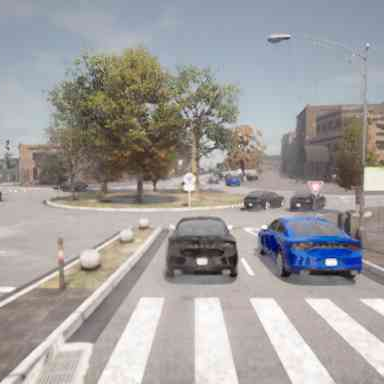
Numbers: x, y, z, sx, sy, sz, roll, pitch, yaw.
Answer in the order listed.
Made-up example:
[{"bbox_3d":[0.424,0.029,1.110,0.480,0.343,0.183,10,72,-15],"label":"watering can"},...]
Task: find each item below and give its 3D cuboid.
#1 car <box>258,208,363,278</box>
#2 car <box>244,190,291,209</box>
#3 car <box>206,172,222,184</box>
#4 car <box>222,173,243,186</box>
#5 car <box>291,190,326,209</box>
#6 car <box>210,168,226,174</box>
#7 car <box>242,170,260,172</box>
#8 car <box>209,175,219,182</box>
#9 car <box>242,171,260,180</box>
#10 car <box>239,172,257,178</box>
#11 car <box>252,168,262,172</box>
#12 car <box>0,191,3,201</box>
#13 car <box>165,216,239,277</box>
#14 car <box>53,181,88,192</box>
[{"bbox_3d":[3.289,1.473,10.214,1.882,1.535,5.008,0,0,1],"label":"car"},{"bbox_3d":[6.123,0.605,27.722,1.837,1.490,4.892,3,5,40],"label":"car"},{"bbox_3d":[4.425,-2.590,67.938,2.097,1.767,4.553,0,5,1],"label":"car"},{"bbox_3d":[7.499,-2.151,61.561,2.150,2.045,5.566,0,5,-1],"label":"car"},{"bbox_3d":[9.580,0.627,27.395,1.837,1.490,4.892,3,5,36],"label":"car"},{"bbox_3d":[6.792,-4.446,86.928,2.150,2.045,5.566,1,5,10],"label":"car"},{"bbox_3d":[14.246,-4.081,84.142,4.553,1.767,2.185,1,5,10],"label":"car"},{"bbox_3d":[5.215,-3.205,77.485,1.895,1.301,4.718,1,5,10],"label":"car"},{"bbox_3d":[13.725,-3.707,81.460,4.892,1.521,2.231,1,5,10],"label":"car"},{"bbox_3d":[15.640,-4.682,92.232,4.792,1.488,2.163,1,6,11],"label":"car"},{"bbox_3d":[15.205,-4.708,89.525,5.566,2.045,2.435,1,5,10],"label":"car"},{"bbox_3d":[-19.583,0.321,31.773,1.837,1.490,4.892,-2,4,-17],"label":"car"},{"bbox_3d":[0.286,1.467,10.312,1.882,1.535,5.008,0,0,1],"label":"car"},{"bbox_3d":[-17.785,-0.879,48.833,4.902,1.511,2.128,-1,4,-13],"label":"car"}]
